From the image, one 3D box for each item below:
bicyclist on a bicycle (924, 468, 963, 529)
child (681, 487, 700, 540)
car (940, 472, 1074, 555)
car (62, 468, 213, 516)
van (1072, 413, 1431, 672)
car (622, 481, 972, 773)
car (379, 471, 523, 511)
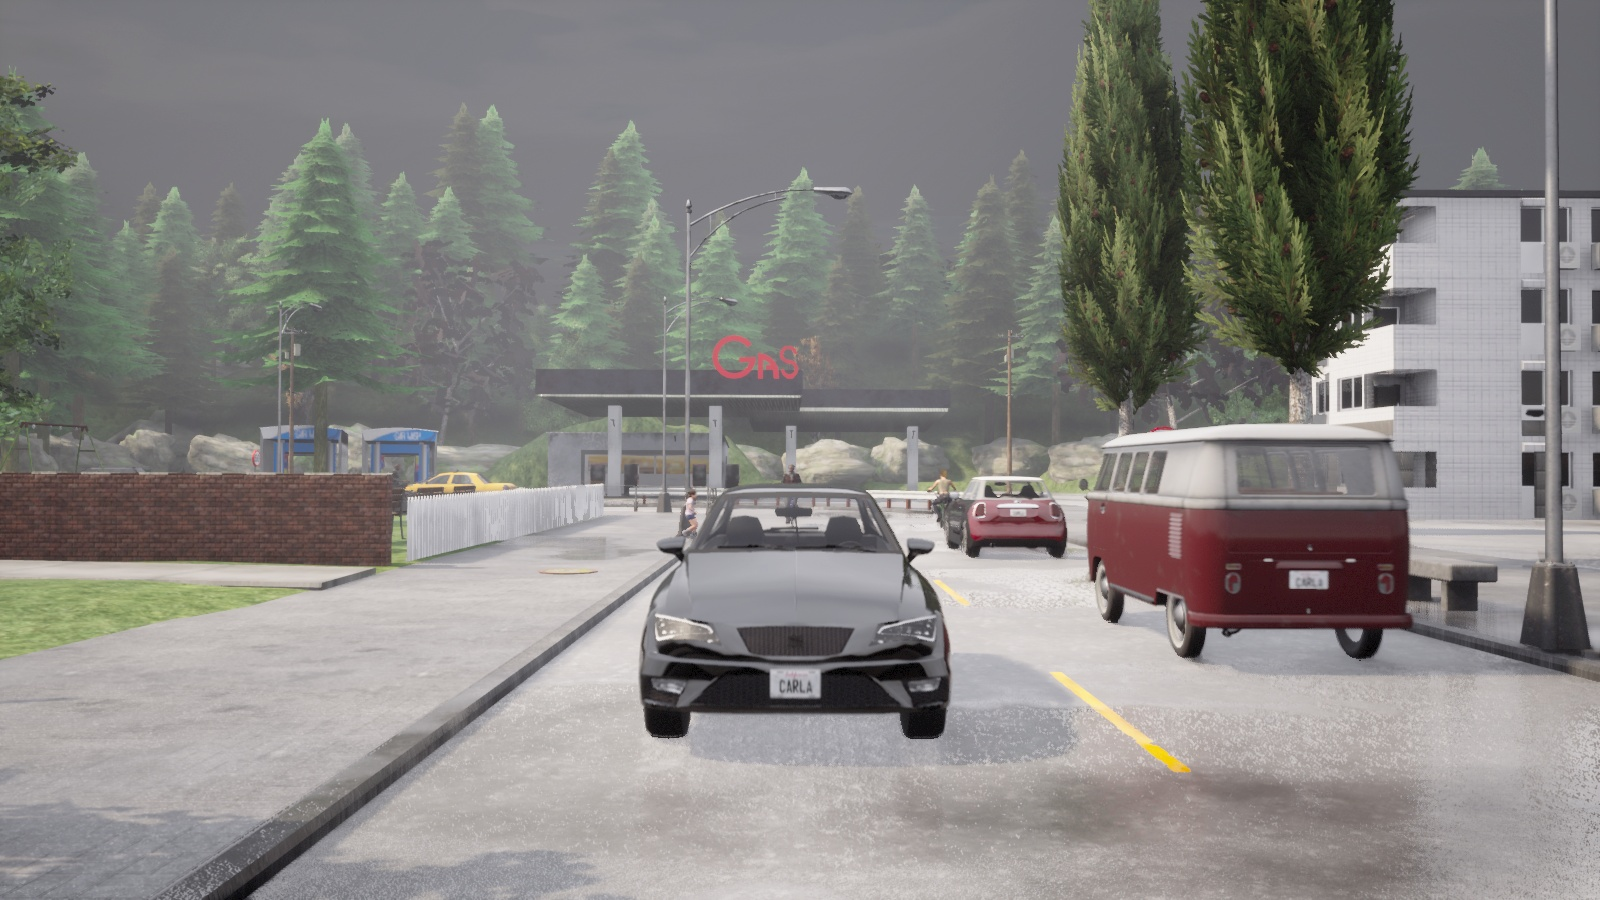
[{"bbox_3d":[3.903,1.310,34.303,0.866,1.612,1.509,0,-1,-1],"label":"bicyclist on a bicycle"},{"bbox_3d":[-2.345,1.356,26.943,0.394,1.110,0.255,0,-1,-10],"label":"child"},{"bbox_3d":[3.930,1.175,24.495,1.970,1.475,3.806,0,-1,0],"label":"car"},{"bbox_3d":[-24.863,1.564,47.232,4.553,1.767,2.097,0,-1,0],"label":"car"},{"bbox_3d":[3.966,0.751,11.922,1.775,1.987,4.442,0,-1,0],"label":"van"},{"bbox_3d":[-0.024,0.973,8.627,1.816,1.474,4.193,0,-1,0],"label":"car"},{"bbox_3d":[-14.207,1.670,51.313,5.366,1.575,1.801,0,-1,0],"label":"car"}]
